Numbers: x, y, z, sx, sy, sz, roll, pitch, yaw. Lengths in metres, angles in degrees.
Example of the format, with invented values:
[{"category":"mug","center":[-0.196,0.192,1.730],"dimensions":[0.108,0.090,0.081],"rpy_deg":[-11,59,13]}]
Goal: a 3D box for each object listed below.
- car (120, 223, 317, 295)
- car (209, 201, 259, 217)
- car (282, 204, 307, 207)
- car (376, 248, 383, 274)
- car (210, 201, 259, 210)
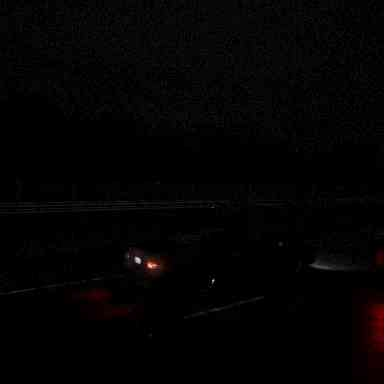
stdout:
[{"category":"car","center":[0.900,1.545,8.687],"dimensions":[5.357,1.411,2.033],"rpy_deg":[0,0,-34]},{"category":"car","center":[4.152,1.598,32.523],"dimensions":[4.718,1.301,1.895],"rpy_deg":[0,0,-34]},{"category":"car","center":[8.034,1.600,26.698],"dimensions":[4.718,1.301,1.895],"rpy_deg":[0,0,-35]},{"category":"car","center":[6.800,1.597,8.547],"dimensions":[4.718,1.301,1.895],"rpy_deg":[0,0,-35]},{"category":"car","center":[3.573,1.500,27.869],"dimensions":[4.892,1.490,1.837],"rpy_deg":[0,0,-35]}]
